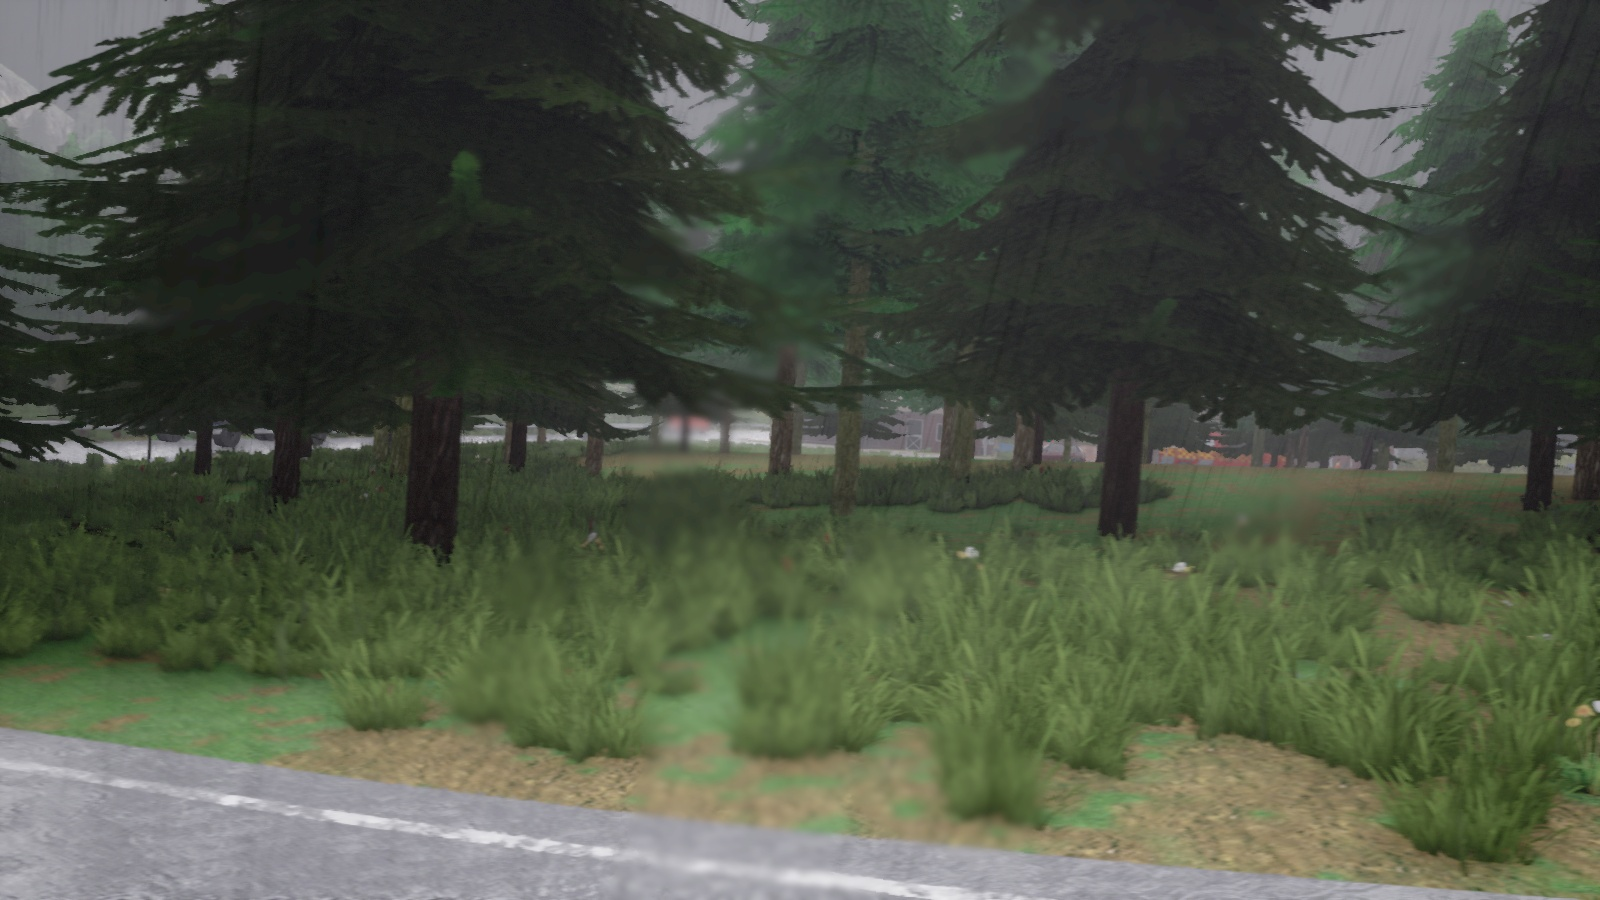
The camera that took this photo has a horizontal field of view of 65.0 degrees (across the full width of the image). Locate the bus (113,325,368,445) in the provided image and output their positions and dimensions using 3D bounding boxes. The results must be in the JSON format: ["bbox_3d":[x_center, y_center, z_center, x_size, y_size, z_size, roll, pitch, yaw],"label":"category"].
[{"bbox_3d":[-22.783,-2.545,52.167,3.944,4.253,10.273,5,2,14],"label":"bus"}]

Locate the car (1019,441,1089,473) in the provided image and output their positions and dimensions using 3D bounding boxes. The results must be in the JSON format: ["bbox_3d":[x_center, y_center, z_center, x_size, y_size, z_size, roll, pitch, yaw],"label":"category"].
[{"bbox_3d":[17.632,0.451,87.252,4.553,1.767,2.097,5,2,14],"label":"car"}]

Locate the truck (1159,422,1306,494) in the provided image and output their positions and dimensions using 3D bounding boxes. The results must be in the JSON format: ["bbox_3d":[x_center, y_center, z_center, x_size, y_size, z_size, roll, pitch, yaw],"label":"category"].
[{"bbox_3d":[27.812,0.445,81.098,8.468,3.827,2.891,5,2,14],"label":"truck"}]
